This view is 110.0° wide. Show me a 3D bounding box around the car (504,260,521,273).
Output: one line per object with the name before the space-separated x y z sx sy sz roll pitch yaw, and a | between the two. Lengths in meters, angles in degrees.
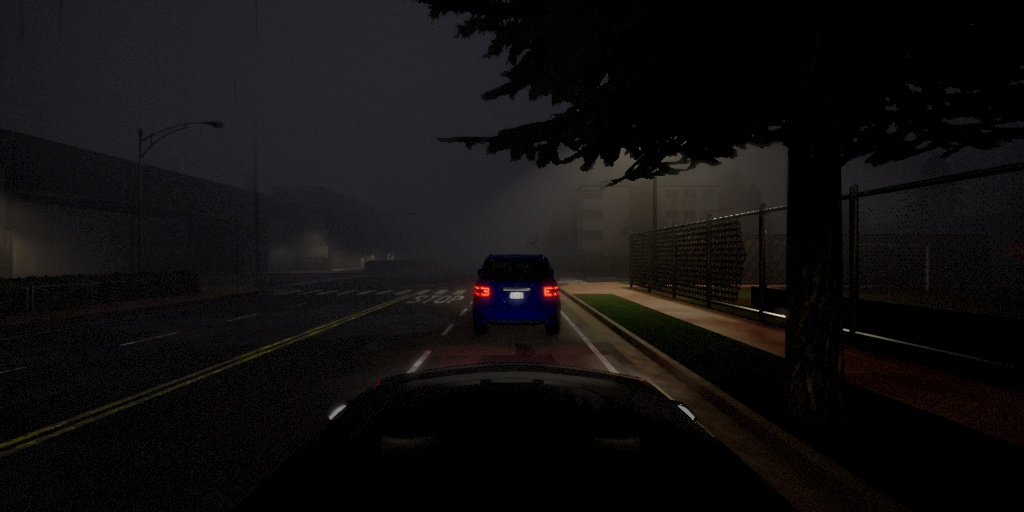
car | 0.028 1.255 45.543 2.128 1.511 4.902 0 0 0

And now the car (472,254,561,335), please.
car | 0.116 0.974 10.668 2.150 2.045 5.566 0 0 0
